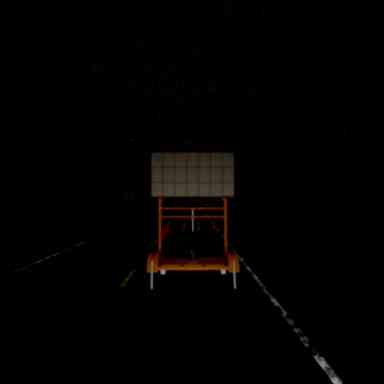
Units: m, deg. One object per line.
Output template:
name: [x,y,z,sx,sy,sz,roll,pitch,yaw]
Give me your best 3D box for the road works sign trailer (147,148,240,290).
road works sign trailer: [0.021,0.577,9.391,2.380,3.560,2.880,0,-1,0]
